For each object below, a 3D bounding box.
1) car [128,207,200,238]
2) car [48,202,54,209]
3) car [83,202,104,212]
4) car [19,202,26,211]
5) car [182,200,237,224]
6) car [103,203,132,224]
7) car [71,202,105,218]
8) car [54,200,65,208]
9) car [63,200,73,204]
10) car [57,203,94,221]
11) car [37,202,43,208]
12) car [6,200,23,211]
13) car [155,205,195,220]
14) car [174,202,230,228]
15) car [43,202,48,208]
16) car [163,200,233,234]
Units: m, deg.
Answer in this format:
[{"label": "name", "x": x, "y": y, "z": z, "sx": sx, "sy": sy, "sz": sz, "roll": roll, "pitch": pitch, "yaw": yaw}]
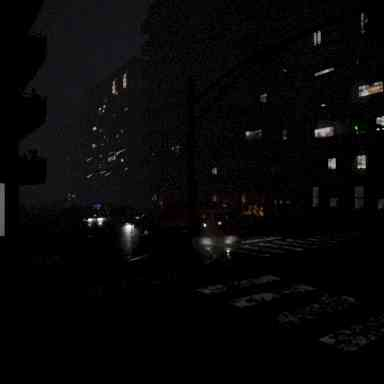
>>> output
[{"label": "car", "x": -1.829, "y": 1.833, "z": 19.920, "sx": 1.752, "sy": 1.417, "sz": 4.829, "roll": -1, "pitch": 0, "yaw": -36}, {"label": "car", "x": -28.446, "y": 2.623, "z": 70.865, "sx": 2.192, "sy": 1.841, "sz": 5.009, "roll": -1, "pitch": 0, "yaw": -36}, {"label": "car", "x": -16.368, "y": 2.432, "z": 55.051, "sx": 1.882, "sy": 1.535, "sz": 5.008, "roll": 0, "pitch": -1, "yaw": -36}, {"label": "car", "x": -31.840, "y": 2.770, "z": 61.332, "sx": 1.887, "sy": 1.381, "sz": 4.507, "roll": -1, "pitch": 0, "yaw": -36}, {"label": "car", "x": 1.464, "y": 1.713, "z": 29.592, "sx": 2.192, "sy": 1.841, "sz": 5.009, "roll": -1, "pitch": 0, "yaw": -36}, {"label": "car", "x": -6.048, "y": 2.003, "z": 30.181, "sx": 1.837, "sy": 1.490, "sz": 4.892, "roll": 0, "pitch": -1, "yaw": -36}, {"label": "car", "x": -12.198, "y": 2.234, "z": 38.685, "sx": 2.033, "sy": 1.411, "sz": 5.357, "roll": 0, "pitch": -1, "yaw": -36}, {"label": "car", "x": -25.122, "y": 2.524, "z": 66.278, "sx": 2.192, "sy": 1.841, "sz": 5.009, "roll": -1, "pitch": 0, "yaw": -36}, {"label": "car", "x": -18.156, "y": 2.433, "z": 52.336, "sx": 2.128, "sy": 1.511, "sz": 4.902, "roll": 0, "pitch": -1, "yaw": -36}, {"label": "car", "x": -11.899, "y": 2.163, "z": 33.816, "sx": 1.887, "sy": 1.381, "sz": 4.507, "roll": -1, "pitch": 0, "yaw": -36}, {"label": "car", "x": -35.087, "y": 3.049, "z": 80.036, "sx": 1.887, "sy": 1.381, "sz": 4.507, "roll": -1, "pitch": 0, "yaw": -36}, {"label": "car", "x": -35.169, "y": 2.639, "z": 65.917, "sx": 2.192, "sy": 1.841, "sz": 5.009, "roll": -1, "pitch": 0, "yaw": -36}, {"label": "car", "x": -1.853, "y": 2.045, "z": 34.177, "sx": 1.887, "sy": 1.381, "sz": 4.507, "roll": -1, "pitch": 0, "yaw": -36}, {"label": "car", "x": 0.701, "y": 1.714, "z": 26.318, "sx": 2.097, "sy": 1.767, "sz": 4.553, "roll": 0, "pitch": -1, "yaw": -36}, {"label": "car", "x": -31.763, "y": 2.973, "z": 75.450, "sx": 1.947, "sy": 1.339, "sz": 4.313, "roll": -1, "pitch": 0, "yaw": -36}, {"label": "car", "x": 0.013, "y": 1.531, "z": 21.804, "sx": 2.150, "sy": 2.045, "sz": 5.566, "roll": 0, "pitch": -1, "yaw": -36}]
